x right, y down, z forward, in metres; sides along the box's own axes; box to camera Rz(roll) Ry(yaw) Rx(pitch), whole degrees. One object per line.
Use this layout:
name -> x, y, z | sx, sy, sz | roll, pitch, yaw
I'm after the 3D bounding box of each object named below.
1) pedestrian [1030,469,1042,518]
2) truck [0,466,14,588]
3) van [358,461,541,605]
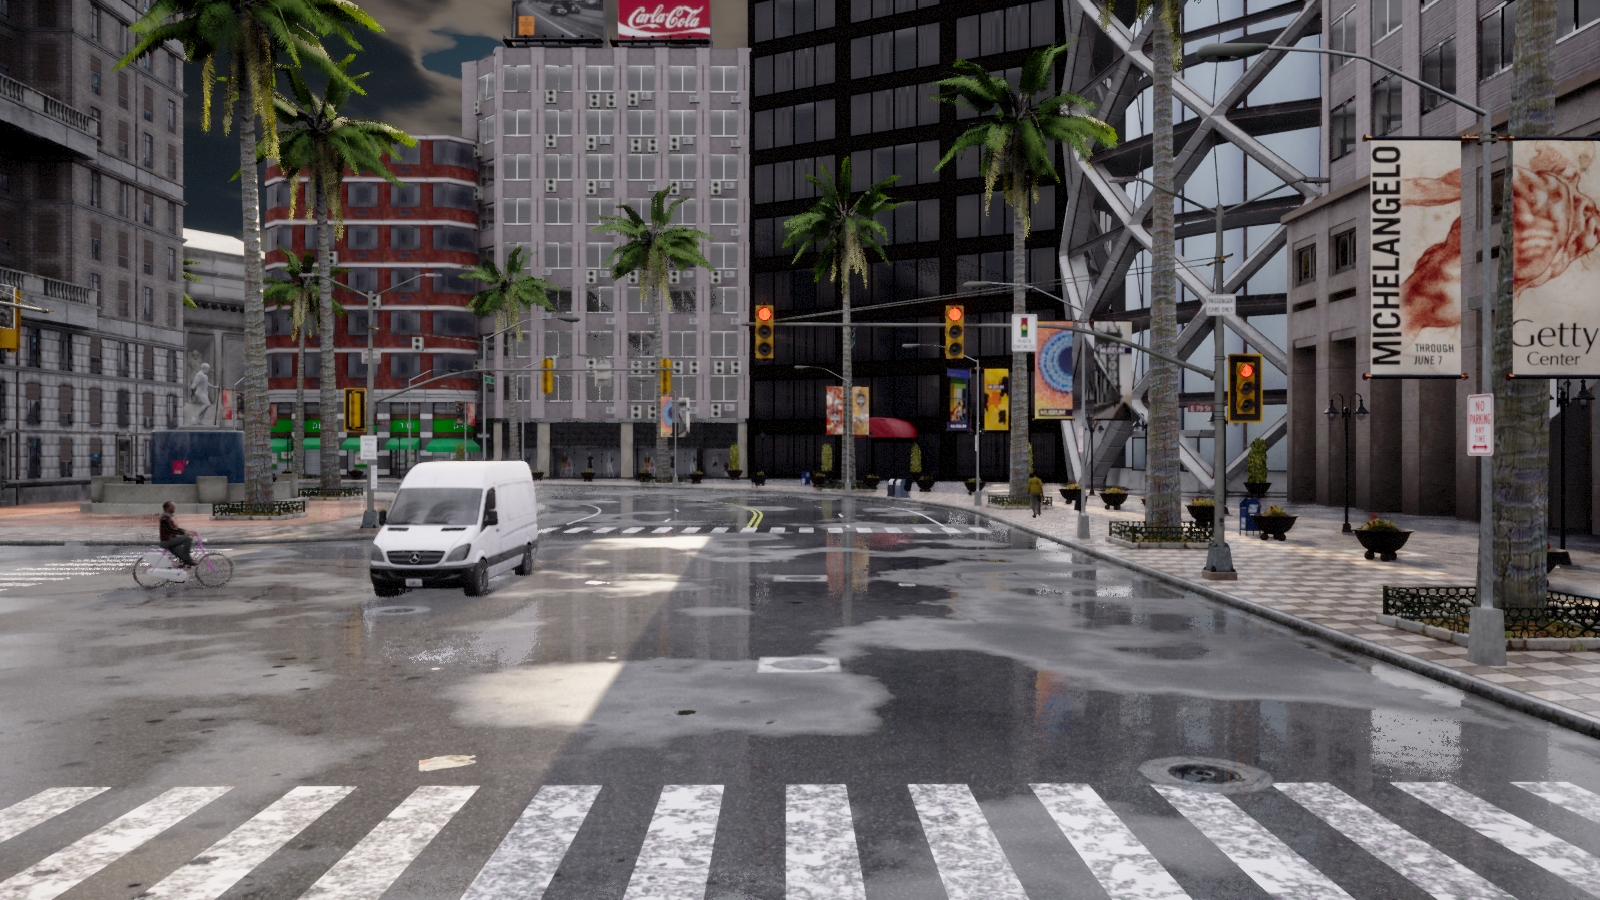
pedestrian -> 9.106, 1.680, 44.038 | 0.375, 1.860, 0.375 | 0, 0, 24
truck -> -18.692, 1.562, 22.042 | 5.204, 2.467, 2.627 | 0, 0, -2
van -> -7.012, 1.526, 23.646 | 1.988, 2.561, 5.915 | 0, 0, 0
